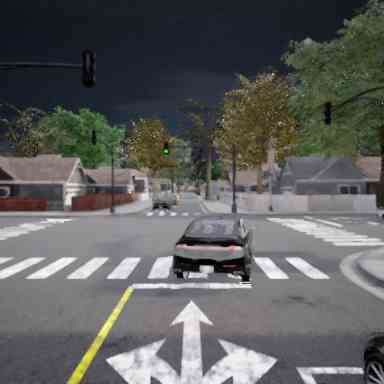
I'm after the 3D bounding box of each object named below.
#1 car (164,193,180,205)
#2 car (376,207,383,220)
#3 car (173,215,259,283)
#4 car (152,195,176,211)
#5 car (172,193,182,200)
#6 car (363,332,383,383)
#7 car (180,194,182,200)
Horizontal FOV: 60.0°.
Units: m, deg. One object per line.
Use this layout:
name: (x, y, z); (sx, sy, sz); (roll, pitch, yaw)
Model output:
car: (-3.164, 0.957, 46.125); (2.097, 1.767, 4.553); (0, 0, 0)
car: (14.514, 1.199, 21.407); (4.902, 1.511, 2.128); (0, 1, -2)
car: (0.807, 1.404, 9.467); (2.128, 1.511, 4.902); (0, 1, 12)
car: (-3.158, 1.287, 36.157); (1.895, 1.301, 4.718); (0, 0, 1)
car: (-3.158, 0.898, 70.866); (1.837, 1.490, 4.892); (0, 0, 0)
car: (2.636, 1.549, 1.672); (1.947, 1.339, 4.313); (0, 1, 0)
car: (-3.158, 1.000, 56.492); (1.882, 1.535, 5.008); (0, 0, 0)
